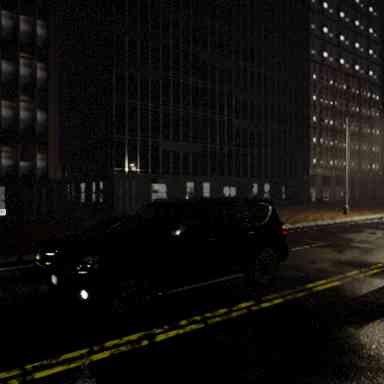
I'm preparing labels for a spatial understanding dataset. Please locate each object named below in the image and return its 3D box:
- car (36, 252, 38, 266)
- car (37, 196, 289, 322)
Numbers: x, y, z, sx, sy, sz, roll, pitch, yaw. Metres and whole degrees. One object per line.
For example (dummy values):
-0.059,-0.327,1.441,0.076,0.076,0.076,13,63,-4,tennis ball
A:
-2.079,1.441,10.170,4.892,1.490,1.837,-1,1,-35,car
-0.200,1.157,7.517,5.566,2.045,2.150,-1,1,-35,car
